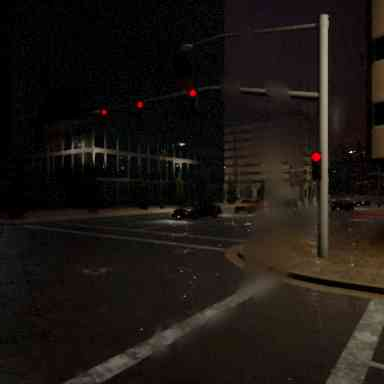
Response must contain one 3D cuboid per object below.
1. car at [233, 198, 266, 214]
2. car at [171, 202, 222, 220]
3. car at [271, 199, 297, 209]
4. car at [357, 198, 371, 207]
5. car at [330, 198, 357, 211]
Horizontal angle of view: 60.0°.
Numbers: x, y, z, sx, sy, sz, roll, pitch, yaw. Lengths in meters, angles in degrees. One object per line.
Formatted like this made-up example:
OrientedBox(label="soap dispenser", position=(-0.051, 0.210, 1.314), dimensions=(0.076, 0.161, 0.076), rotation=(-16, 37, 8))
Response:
OrientedBox(label="car", position=(6.294, 1.475, 36.087), dimensions=(1.882, 1.535, 5.008), rotation=(0, 0, 36))
OrientedBox(label="car", position=(0.524, 1.545, 28.177), dimensions=(2.033, 1.411, 5.357), rotation=(0, 0, 36))
OrientedBox(label="car", position=(12.249, 1.597, 44.218), dimensions=(1.895, 1.301, 4.718), rotation=(0, 0, 36))
OrientedBox(label="car", position=(25.781, 1.597, 50.525), dimensions=(1.895, 1.301, 4.718), rotation=(0, 0, 37))
OrientedBox(label="car", position=(18.194, 1.597, 40.183), dimensions=(1.895, 1.301, 4.718), rotation=(0, 0, 36))
